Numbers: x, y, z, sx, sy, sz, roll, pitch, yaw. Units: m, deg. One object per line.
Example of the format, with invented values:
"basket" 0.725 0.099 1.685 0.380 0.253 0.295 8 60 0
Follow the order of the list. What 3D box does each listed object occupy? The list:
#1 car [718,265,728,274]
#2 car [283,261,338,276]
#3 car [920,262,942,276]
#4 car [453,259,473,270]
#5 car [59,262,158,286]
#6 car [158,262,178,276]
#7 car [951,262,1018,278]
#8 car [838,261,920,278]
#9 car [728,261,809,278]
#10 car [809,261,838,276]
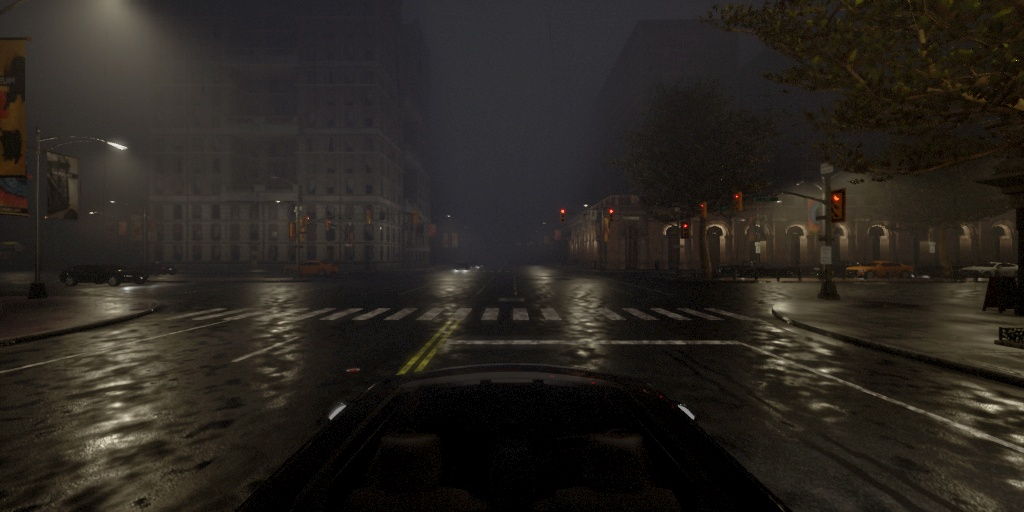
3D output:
"car" 23.288 1.241 35.900 4.902 1.511 2.128 0 0 0
"car" -20.197 1.227 36.070 5.008 1.535 1.882 0 0 -3
"car" 42.935 1.313 35.805 4.181 1.385 1.994 0 0 0
"car" -7.171 1.313 51.150 1.994 1.385 4.181 0 0 0
"car" -27.647 1.254 24.418 4.892 1.490 1.837 0 0 0
"car" -36.430 1.312 36.145 4.181 1.385 1.994 0 0 0
"car" 43.279 1.275 32.304 4.674 1.442 1.812 0 0 1
"car" 33.053 1.227 32.357 5.008 1.535 1.882 0 0 0
"car" 23.088 1.297 32.400 5.357 1.411 2.033 0 0 0
"car" 32.886 1.241 35.861 4.902 1.511 2.128 0 0 0
